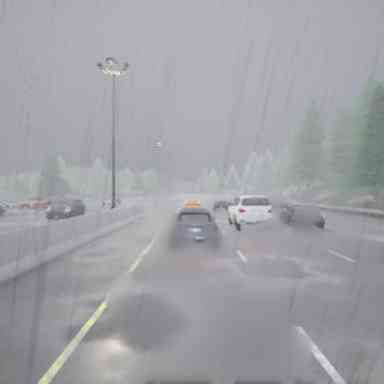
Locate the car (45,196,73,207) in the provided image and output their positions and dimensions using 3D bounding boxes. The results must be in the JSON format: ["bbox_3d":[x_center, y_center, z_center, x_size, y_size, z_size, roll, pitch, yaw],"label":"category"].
[{"bbox_3d":[-17.498,1.221,43.953,1.994,1.385,4.181,0,0,0],"label":"car"}]

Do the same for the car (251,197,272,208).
[{"bbox_3d":[10.510,1.568,50.721,2.033,1.411,5.357,0,0,0],"label":"car"}]

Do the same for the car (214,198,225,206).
[{"bbox_3d":[3.518,1.523,41.498,1.837,1.490,4.892,0,1,0],"label":"car"}]

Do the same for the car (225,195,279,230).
[{"bbox_3d":[3.601,1.229,21.121,2.150,2.045,5.566,0,0,0],"label":"car"}]

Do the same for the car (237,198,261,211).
[{"bbox_3d":[7.020,1.509,41.383,2.128,1.511,4.902,0,0,0],"label":"car"}]

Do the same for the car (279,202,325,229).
[{"bbox_3d":[7.101,1.573,21.919,1.994,1.385,4.181,0,0,0],"label":"car"}]

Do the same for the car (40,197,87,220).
[{"bbox_3d":[-10.580,1.360,28.223,2.097,1.767,4.553,0,0,0],"label":"car"}]

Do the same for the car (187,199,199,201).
[{"bbox_3d":[0.101,1.491,36.554,1.882,1.535,5.008,0,0,0],"label":"car"}]

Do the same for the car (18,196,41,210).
[{"bbox_3d":[-20.998,1.377,43.983,2.097,1.767,4.553,0,0,0],"label":"car"}]

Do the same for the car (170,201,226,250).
[{"bbox_3d":[0.101,1.437,14.343,2.033,1.649,4.856,0,0,0],"label":"car"}]

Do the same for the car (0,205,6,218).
[{"bbox_3d":[-17.579,1.534,27.991,1.812,1.442,4.674,0,0,0],"label":"car"}]

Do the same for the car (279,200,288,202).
[{"bbox_3d":[10.502,1.617,39.812,1.895,1.301,4.718,0,0,0],"label":"car"}]
